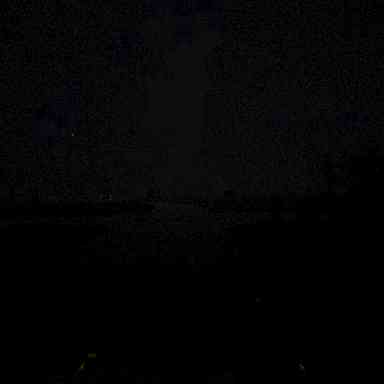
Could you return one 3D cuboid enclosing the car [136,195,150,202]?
[{"bbox_3d":[-10.865,1.337,73.311,1.882,1.535,5.008,-1,0,-37],"label":"car"}]

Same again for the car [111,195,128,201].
[{"bbox_3d":[-17.758,1.438,81.157,4.718,1.301,1.895,-1,1,42],"label":"car"}]
